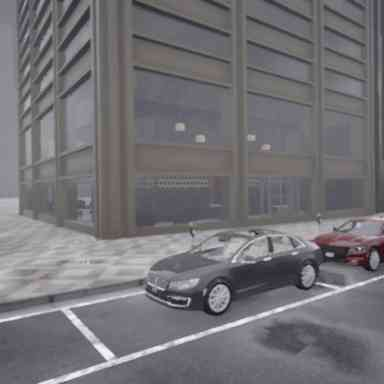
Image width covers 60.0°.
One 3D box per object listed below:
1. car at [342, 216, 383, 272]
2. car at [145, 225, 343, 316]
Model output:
[{"bbox_3d":[5.679,1.489,10.594,4.507,1.381,1.887,0,0,-35],"label":"car"},{"bbox_3d":[1.100,1.525,7.328,4.403,1.369,2.008,0,0,-35],"label":"car"}]
